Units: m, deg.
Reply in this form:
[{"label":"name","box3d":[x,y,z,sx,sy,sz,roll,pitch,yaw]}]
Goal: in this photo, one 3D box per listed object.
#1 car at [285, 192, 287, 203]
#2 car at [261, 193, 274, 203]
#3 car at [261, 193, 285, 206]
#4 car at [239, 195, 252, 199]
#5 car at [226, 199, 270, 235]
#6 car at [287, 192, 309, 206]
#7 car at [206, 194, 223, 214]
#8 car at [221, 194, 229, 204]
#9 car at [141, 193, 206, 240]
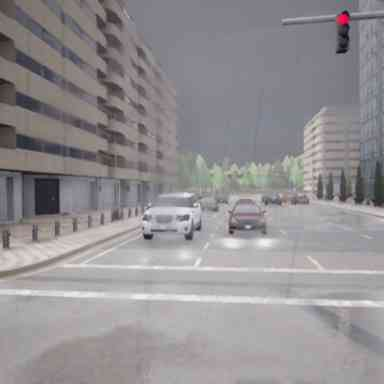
[{"label":"car","box3d":[15.829,0.774,54.126,2.097,1.767,4.553,-1,0,9]},{"label":"car","box3d":[12.379,0.960,54.703,1.837,1.490,4.892,-1,0,9]},{"label":"car","box3d":[10.894,0.892,44.964,2.097,1.767,4.553,-1,0,9]},{"label":"car","box3d":[4.970,1.266,30.896,1.994,1.385,4.181,-1,1,9]},{"label":"car","box3d":[2.951,1.343,17.849,1.812,1.442,4.674,-1,0,8]},{"label":"car","box3d":[14.303,1.000,44.137,2.128,1.511,4.902,-1,0,10]},{"label":"car","box3d":[1.642,1.256,32.255,1.812,1.442,4.674,-1,0,9]},{"label":"car","box3d":[4.529,1.117,49.882,1.837,1.490,4.892,-1,0,9]},{"label":"car","box3d":[-0.794,1.090,16.457,2.150,2.045,5.566,-1,0,8]}]
